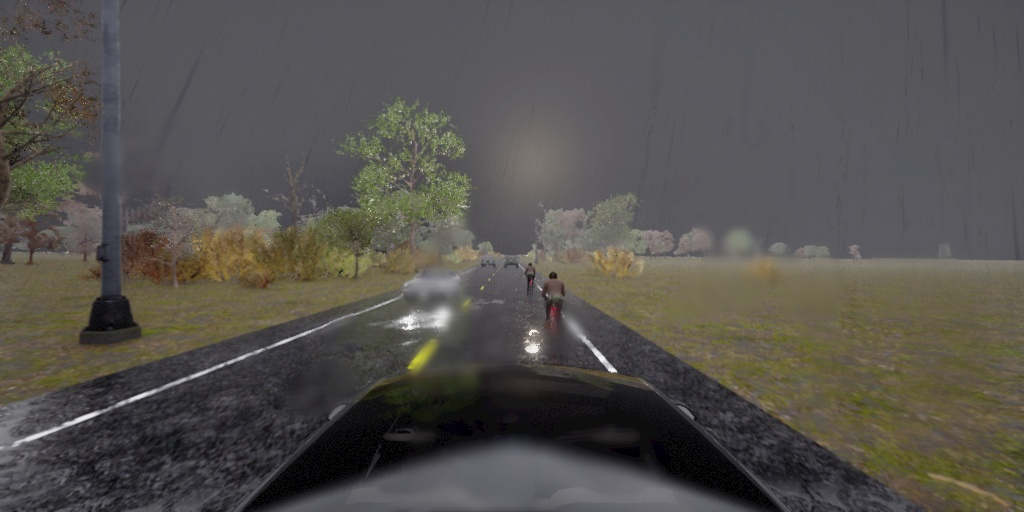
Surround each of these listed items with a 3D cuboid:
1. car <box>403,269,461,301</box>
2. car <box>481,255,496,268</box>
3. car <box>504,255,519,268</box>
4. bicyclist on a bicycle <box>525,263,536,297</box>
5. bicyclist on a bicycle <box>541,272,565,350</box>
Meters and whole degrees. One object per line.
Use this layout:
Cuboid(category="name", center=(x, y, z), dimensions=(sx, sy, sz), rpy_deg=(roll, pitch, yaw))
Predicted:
Cuboid(category="car", center=(-3.642, 1.312, 17.067), dimensions=(1.895, 1.301, 4.718), rpy_deg=(0, 0, 0))
Cuboid(category="car", center=(-3.739, 0.812, 57.461), dimensions=(2.150, 2.045, 5.566), rpy_deg=(0, 0, 0))
Cuboid(category="car", center=(-0.068, 0.814, 57.186), dimensions=(2.150, 2.045, 5.566), rpy_deg=(0, 0, 0))
Cuboid(category="bicyclist on a bicycle", center=(0.917, 1.164, 17.656), dimensions=(0.582, 1.620, 1.656), rpy_deg=(0, 0, 0))
Cuboid(category="bicyclist on a bicycle", center=(0.947, 1.188, 8.070), dimensions=(0.582, 1.620, 1.656), rpy_deg=(0, 0, 0))
